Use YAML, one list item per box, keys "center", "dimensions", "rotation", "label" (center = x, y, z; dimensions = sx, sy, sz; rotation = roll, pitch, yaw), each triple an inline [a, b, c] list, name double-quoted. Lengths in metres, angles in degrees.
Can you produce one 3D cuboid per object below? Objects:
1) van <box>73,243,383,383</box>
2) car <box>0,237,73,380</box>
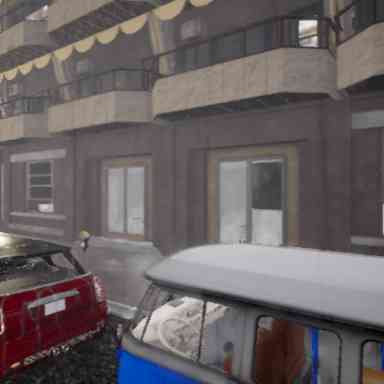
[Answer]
- center: [1.261, 1.336, 1.981]
  dimensions: [3.998, 1.788, 1.690]
  rotation: [0, 0, 35]
  label: "van"
- center: [-3.253, 1.421, 5.180]
  dimensions: [4.097, 1.590, 1.967]
  rotation: [0, 0, 35]
  label: "car"
